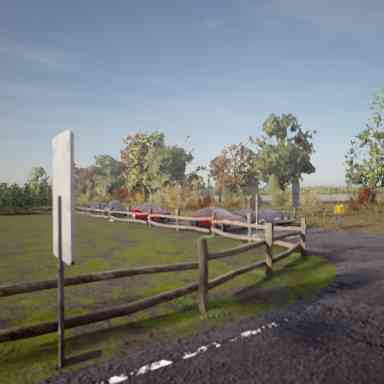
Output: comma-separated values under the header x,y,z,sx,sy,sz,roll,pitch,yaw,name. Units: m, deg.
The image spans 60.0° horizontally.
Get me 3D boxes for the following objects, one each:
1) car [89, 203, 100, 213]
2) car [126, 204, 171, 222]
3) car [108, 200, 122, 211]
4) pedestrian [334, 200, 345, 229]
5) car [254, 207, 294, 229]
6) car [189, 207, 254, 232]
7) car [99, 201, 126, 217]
x,y,z,sx,sy,sz,roll,pitch,yaw,name
-13.176,2.164,46.391,1.994,1.385,4.181,-1,0,-22,car
-3.717,1.831,29.612,1.882,1.535,5.008,-1,0,-34,car
-12.473,2.157,53.733,1.837,1.490,4.892,-1,0,-16,car
9.370,1.404,21.169,0.375,1.860,0.375,-2,1,-35,pedestrian
4.435,1.737,23.191,2.033,1.411,5.357,-1,0,-37,car
1.560,1.751,21.926,1.812,1.442,4.674,-1,0,-35,car
-8.668,2.040,37.433,1.994,1.385,4.181,-1,0,-29,car
